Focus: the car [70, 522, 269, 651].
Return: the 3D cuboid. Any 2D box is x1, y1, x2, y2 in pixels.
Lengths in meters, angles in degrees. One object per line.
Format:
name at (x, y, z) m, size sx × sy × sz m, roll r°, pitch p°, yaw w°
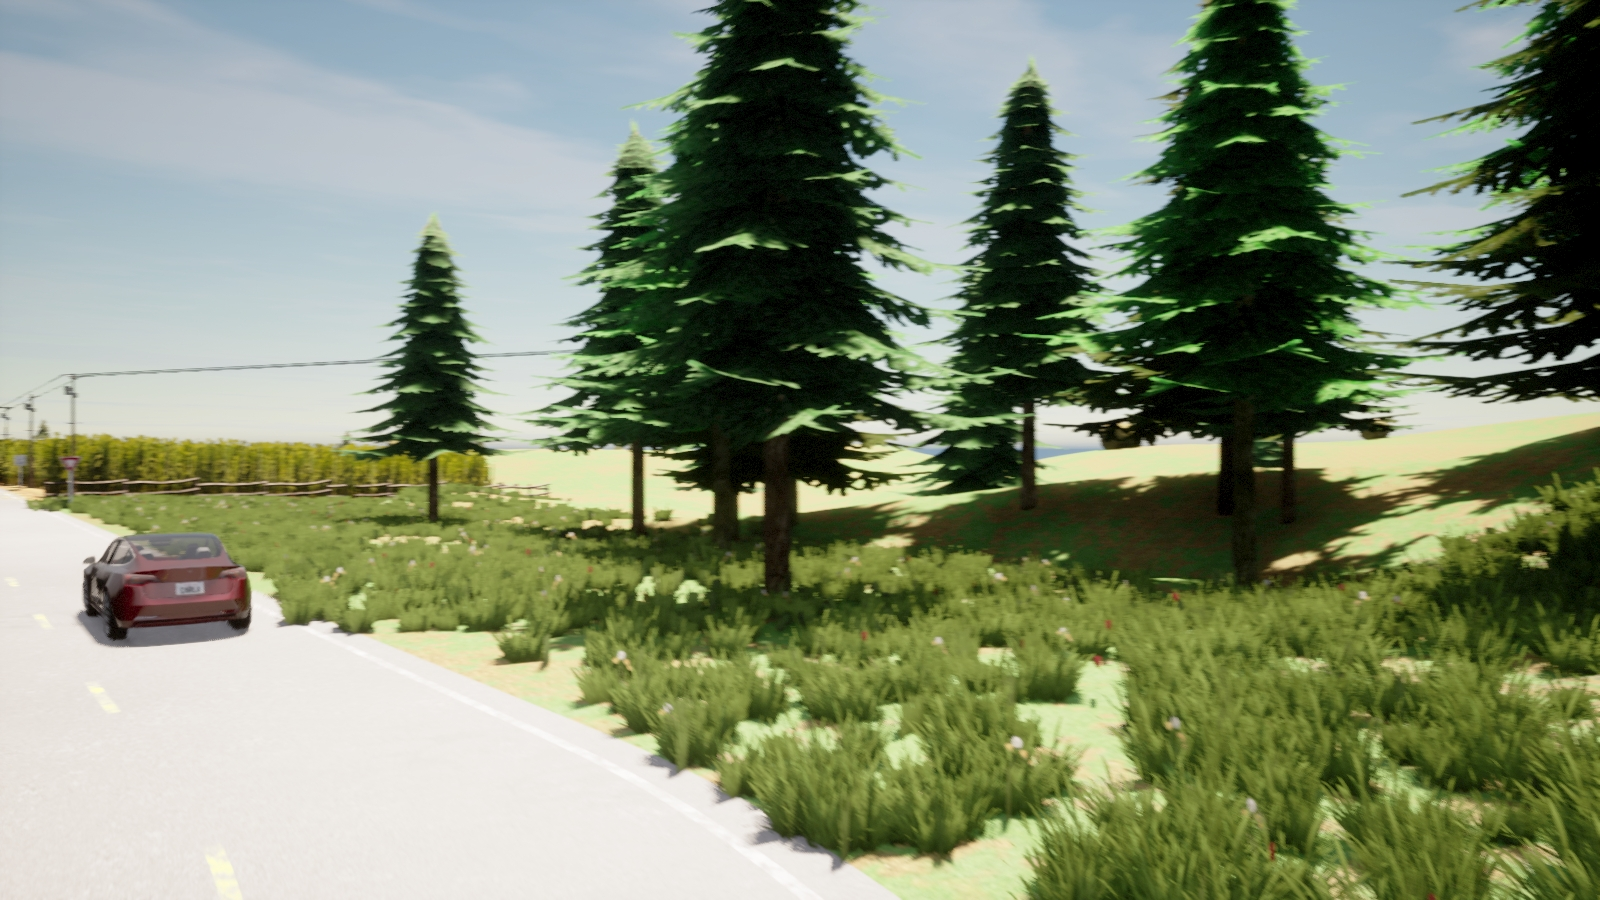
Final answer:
car at (-10.373, 2.079, 18.597) m, size 2.163 × 1.488 × 4.792 m, roll 0°, pitch 0°, yaw -37°
